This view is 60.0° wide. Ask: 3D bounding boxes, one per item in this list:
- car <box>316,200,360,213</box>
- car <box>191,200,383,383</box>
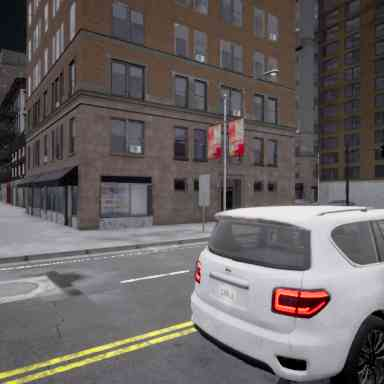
[{"bbox_3d":[16.917,1.596,38.706,1.947,1.339,4.313,0,0,-35],"label":"car"},{"bbox_3d":[2.598,1.222,5.282,5.566,2.045,2.150,0,0,-35],"label":"car"}]
